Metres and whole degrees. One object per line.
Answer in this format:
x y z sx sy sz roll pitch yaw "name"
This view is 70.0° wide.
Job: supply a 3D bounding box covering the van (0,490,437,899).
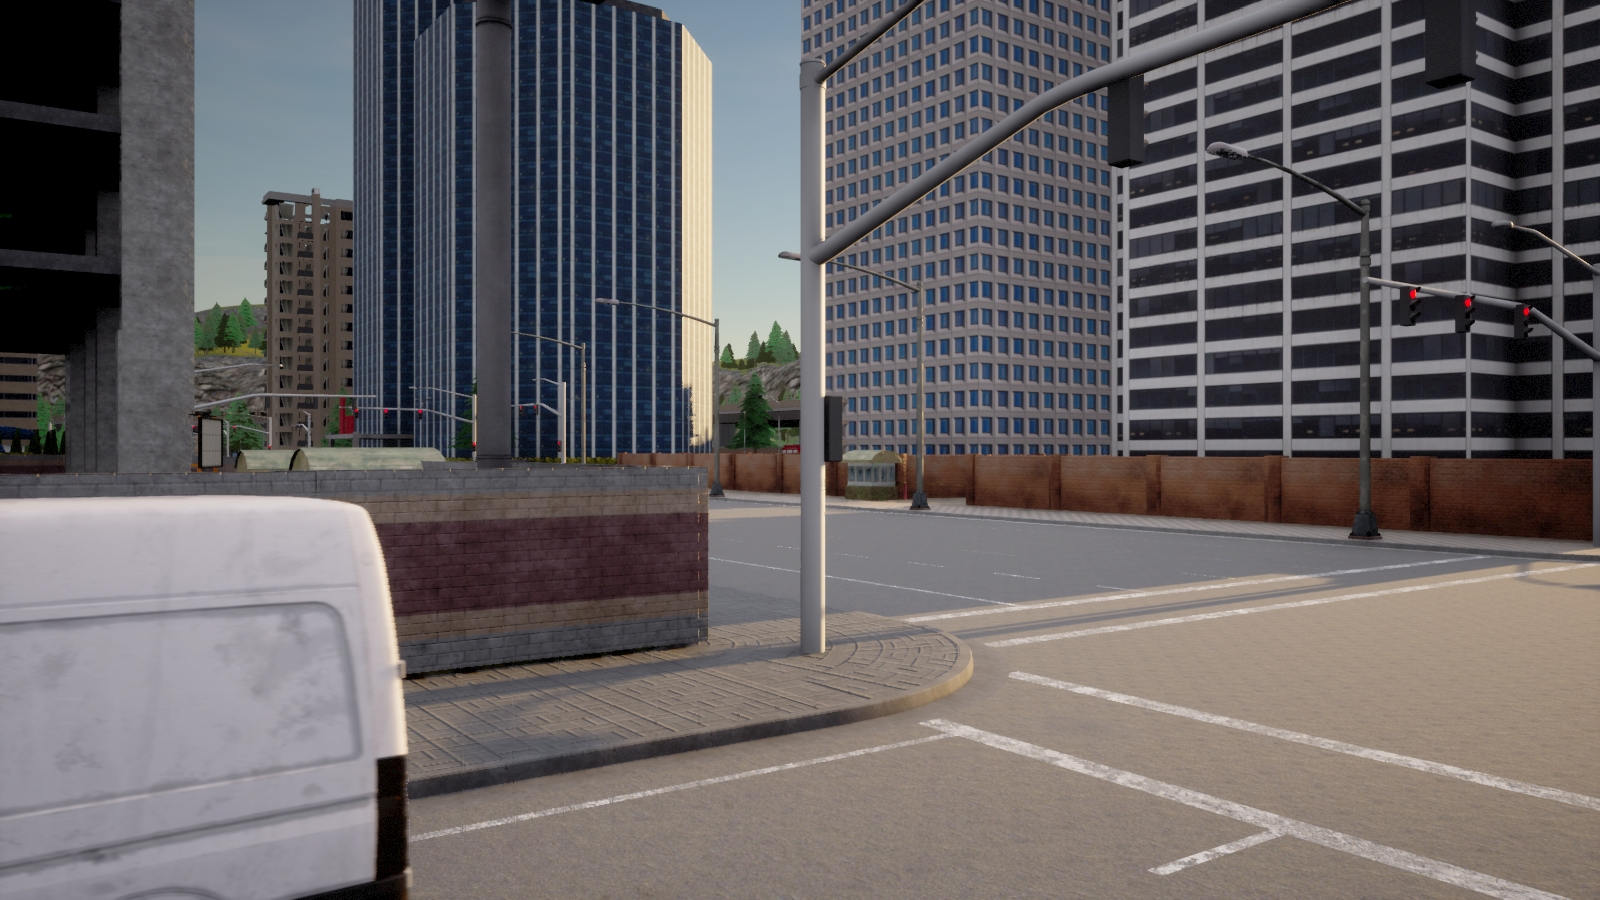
-4.766 1.534 4.699 5.915 2.561 1.988 0 0 -35 "van"
